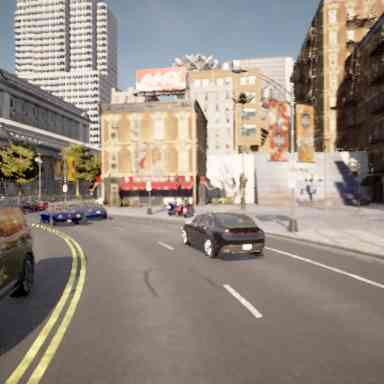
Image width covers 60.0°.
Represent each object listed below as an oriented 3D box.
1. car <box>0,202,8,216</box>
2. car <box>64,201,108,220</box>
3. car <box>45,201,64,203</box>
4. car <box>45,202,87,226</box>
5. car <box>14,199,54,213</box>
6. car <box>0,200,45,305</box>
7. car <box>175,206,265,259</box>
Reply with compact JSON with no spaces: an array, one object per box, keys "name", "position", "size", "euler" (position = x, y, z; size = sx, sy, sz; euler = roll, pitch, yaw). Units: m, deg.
[{"name":"car","position":[-21.174,1.705,33.733],"size":[5.357,1.411,2.033],"euler":[0,0,32]},{"name":"car","position":[-8.953,1.612,28.401],"size":[1.994,1.385,4.181],"euler":[-1,0,-43]},{"name":"car","position":[-14.270,1.682,37.323],"size":[4.718,1.301,1.895],"euler":[0,0,38]},{"name":"car","position":[-9.610,1.661,23.928],"size":[1.895,1.301,4.718],"euler":[-1,0,-39]},{"name":"car","position":[-19.183,1.650,40.275],"size":[4.674,1.452,2.002],"euler":[-1,0,28]},{"name":"car","position":[-4.299,1.255,5.541],"size":[2.150,2.045,5.566],"euler":[0,0,-12]},{"name":"car","position":[0.983,1.479,12.720],"size":[1.837,1.490,4.892],"euler":[0,0,-18]}]
